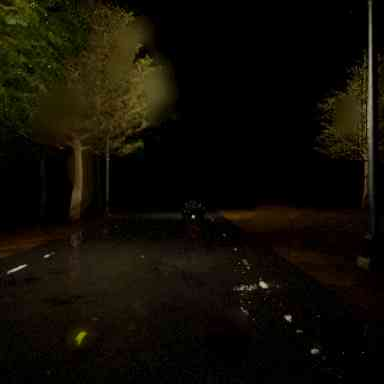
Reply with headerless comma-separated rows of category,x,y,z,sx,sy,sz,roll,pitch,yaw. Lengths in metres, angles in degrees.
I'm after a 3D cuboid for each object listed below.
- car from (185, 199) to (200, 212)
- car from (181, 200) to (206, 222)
car,0.075,1.778,43.812,1.882,1.535,5.008,0,0,0
car,0.112,1.692,28.449,1.837,1.490,4.892,0,0,0
